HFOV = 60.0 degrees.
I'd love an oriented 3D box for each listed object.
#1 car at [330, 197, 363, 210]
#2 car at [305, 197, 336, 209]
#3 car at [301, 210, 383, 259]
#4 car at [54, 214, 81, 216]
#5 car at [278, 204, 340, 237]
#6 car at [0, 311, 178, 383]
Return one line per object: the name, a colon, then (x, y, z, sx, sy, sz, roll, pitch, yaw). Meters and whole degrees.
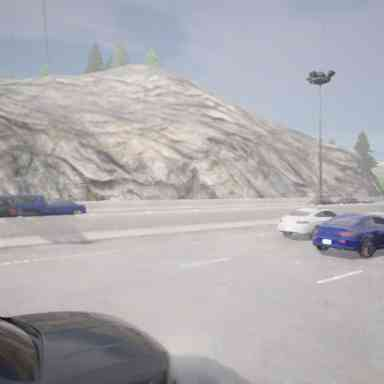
car: (20.747, 1.505, 44.574, 4.892, 1.490, 1.837, -1, 0, -35)
car: (18.255, 1.528, 47.102, 4.674, 1.442, 1.812, 0, 0, -35)
car: (6.466, 1.526, 12.661, 4.674, 1.442, 1.812, 0, 0, -36)
car: (-12.027, 1.479, 29.808, 5.008, 1.535, 1.882, 0, 0, -35)
car: (6.348, 1.527, 16.876, 4.674, 1.442, 1.812, 0, 0, -36)
car: (-2.356, 1.505, 2.066, 4.892, 1.490, 1.837, 0, 0, -36)
